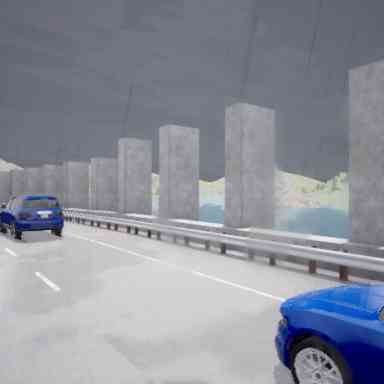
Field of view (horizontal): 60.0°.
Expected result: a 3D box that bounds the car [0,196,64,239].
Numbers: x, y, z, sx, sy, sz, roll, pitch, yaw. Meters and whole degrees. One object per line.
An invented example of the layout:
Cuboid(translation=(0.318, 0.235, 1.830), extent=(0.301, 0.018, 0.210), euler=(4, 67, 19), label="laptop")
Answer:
Cuboid(translation=(-8.554, 1.217, 17.529), extent=(2.150, 2.045, 5.566), euler=(0, 0, -39), label="car")

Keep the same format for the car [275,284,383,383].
Cuboid(translation=(2.996, 1.478, 2.684), extent=(1.882, 1.535, 5.008), euler=(0, 0, -37), label="car")
